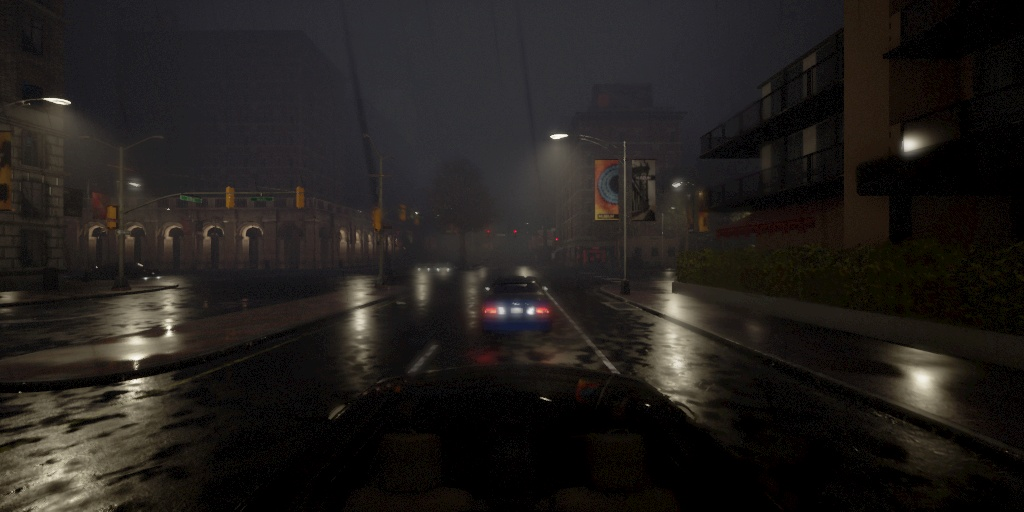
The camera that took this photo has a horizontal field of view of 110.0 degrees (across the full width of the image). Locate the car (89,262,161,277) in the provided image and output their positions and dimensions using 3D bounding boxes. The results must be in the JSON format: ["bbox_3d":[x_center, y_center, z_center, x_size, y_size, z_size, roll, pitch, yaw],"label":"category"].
[{"bbox_3d":[-37.191,1.297,34.525,5.357,1.411,2.033,0,0,0],"label":"car"}]

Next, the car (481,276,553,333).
[{"bbox_3d":[0.145,1.297,10.705,2.033,1.411,5.357,0,0,1],"label":"car"}]

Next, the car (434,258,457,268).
[{"bbox_3d":[-11.060,1.102,59.654,2.097,1.767,4.553,0,0,1],"label":"car"}]

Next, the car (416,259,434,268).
[{"bbox_3d":[-14.527,1.228,61.723,1.882,1.535,5.008,0,0,1],"label":"car"}]
